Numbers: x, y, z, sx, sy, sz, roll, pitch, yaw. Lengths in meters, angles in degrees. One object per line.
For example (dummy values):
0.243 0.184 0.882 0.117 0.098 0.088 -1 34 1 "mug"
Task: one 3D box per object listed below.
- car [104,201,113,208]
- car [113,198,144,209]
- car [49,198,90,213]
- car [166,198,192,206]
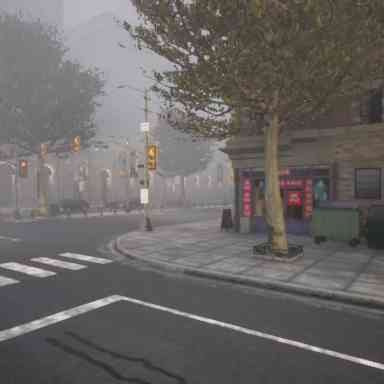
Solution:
-10.251 1.589 47.876 1.895 1.301 4.718 0 0 36 "car"
-8.038 1.521 45.536 1.812 1.442 4.674 0 0 36 "car"
-13.875 1.500 37.444 1.837 1.490 4.892 0 0 36 "car"
-2.148 1.596 53.733 1.895 1.301 4.718 0 0 36 "car"
